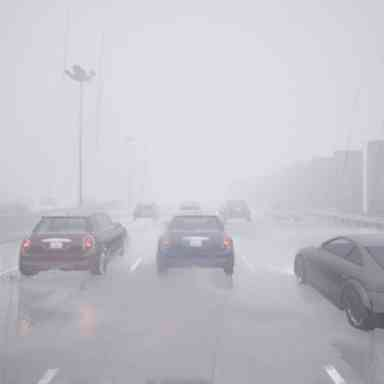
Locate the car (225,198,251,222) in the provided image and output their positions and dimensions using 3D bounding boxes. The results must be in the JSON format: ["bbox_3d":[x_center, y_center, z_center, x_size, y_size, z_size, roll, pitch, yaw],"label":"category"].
[{"bbox_3d":[3.370,1.367,26.864,2.097,1.767,4.553,0,0,-1],"label":"car"}]

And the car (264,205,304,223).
[{"bbox_3d":[6.914,1.615,25.544,1.895,1.301,4.718,0,0,-1],"label":"car"}]

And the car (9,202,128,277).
[{"bbox_3d":[-3.401,1.357,10.457,2.097,1.767,4.553,0,0,0],"label":"car"}]

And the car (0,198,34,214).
[{"bbox_3d":[-18.024,1.580,33.263,1.994,1.385,4.181,0,0,-2],"label":"car"}]

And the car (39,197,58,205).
[{"bbox_3d":[-23.105,1.503,53.665,1.882,1.535,5.008,0,0,-7],"label":"car"}]

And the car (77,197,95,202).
[{"bbox_3d":[-15.440,1.527,48.525,1.837,1.490,4.892,0,1,-5],"label":"car"}]

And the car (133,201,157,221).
[{"bbox_3d":[-3.636,1.506,27.127,2.128,1.511,4.902,0,0,-1],"label":"car"}]

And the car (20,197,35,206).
[{"bbox_3d":[-26.499,1.529,52.821,1.837,1.490,4.892,1,0,-7],"label":"car"}]

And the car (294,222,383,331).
[{"bbox_3d":[3.602,1.568,6.869,1.994,1.385,4.181,0,0,0],"label":"car"}]

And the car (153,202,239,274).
[{"bbox_3d":[0.098,1.358,10.784,2.097,1.767,4.553,0,0,0],"label":"car"}]
